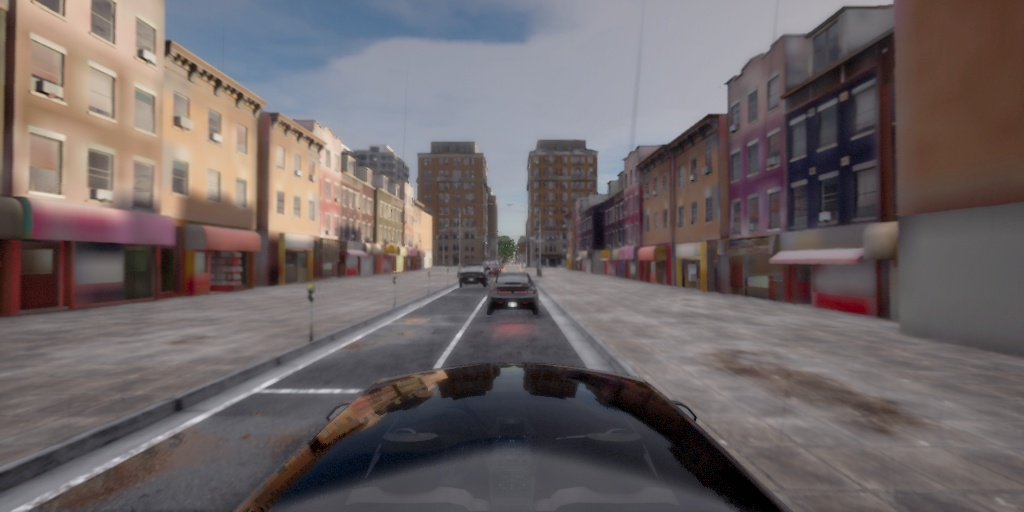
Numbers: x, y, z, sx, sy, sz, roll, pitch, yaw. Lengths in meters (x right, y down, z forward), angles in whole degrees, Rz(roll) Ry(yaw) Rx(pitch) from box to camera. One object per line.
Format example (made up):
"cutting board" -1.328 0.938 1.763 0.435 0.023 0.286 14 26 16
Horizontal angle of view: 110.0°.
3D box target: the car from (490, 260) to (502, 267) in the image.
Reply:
"car" -2.637 1.451 41.609 2.192 1.841 5.009 0 0 0

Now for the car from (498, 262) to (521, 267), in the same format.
"car" 0.054 1.496 30.455 1.882 1.535 5.008 0 0 0

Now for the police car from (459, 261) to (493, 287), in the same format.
"police car" -2.750 1.408 26.817 1.930 1.638 5.238 0 -1 0

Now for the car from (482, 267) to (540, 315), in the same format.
"car" 0.044 1.368 14.275 1.837 1.490 4.892 0 0 1
